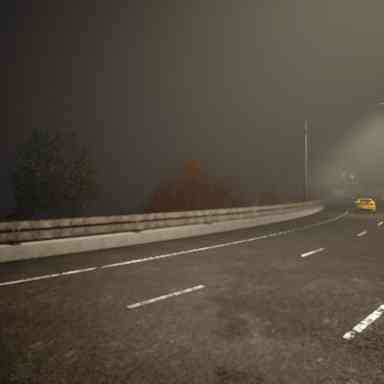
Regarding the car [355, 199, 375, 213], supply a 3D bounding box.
[{"bbox_3d":[19.593,1.486,37.684,1.882,1.535,5.008,0,0,27],"label":"car"}]
